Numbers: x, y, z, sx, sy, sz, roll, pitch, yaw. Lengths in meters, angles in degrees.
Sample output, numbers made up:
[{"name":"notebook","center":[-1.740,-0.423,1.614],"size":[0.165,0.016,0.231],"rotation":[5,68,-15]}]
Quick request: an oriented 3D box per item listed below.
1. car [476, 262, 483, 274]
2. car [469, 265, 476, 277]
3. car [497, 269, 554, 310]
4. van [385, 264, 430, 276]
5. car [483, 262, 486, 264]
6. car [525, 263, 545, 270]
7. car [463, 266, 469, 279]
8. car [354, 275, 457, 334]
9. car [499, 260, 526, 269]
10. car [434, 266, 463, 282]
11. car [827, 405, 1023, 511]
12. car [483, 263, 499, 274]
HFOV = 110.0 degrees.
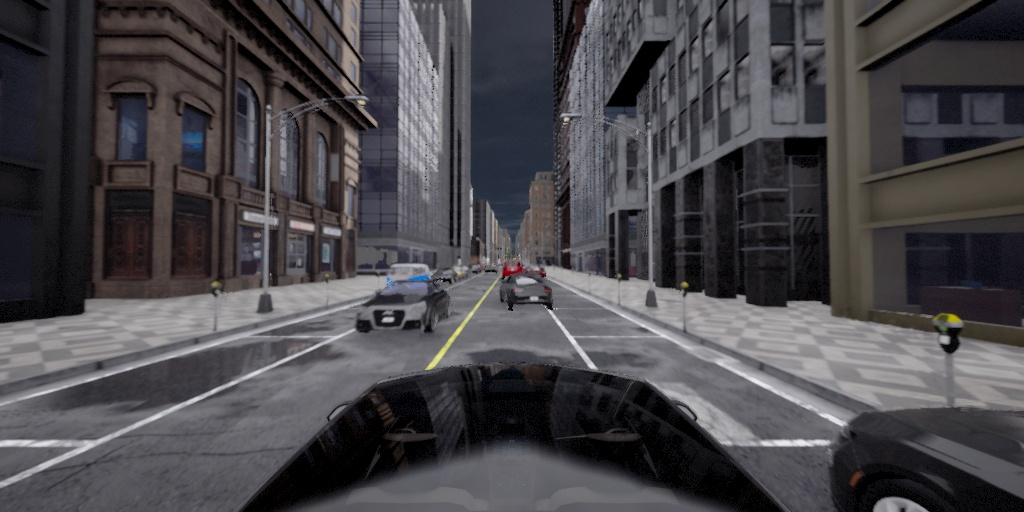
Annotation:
[{"name":"car","center":[-5.899,2.031,54.250],"size":[1.948,1.339,4.313],"rotation":[0,0,0]},{"name":"car","center":[-5.890,1.862,43.003],"size":[2.007,1.370,4.403],"rotation":[0,0,0]},{"name":"car","center":[0.547,1.465,15.670],"size":[1.812,1.442,4.674],"rotation":[0,-1,-7]},{"name":"van","center":[-5.871,1.346,20.506],"size":[1.690,1.789,3.998],"rotation":[0,0,0]},{"name":"car","center":[-5.904,2.088,59.874],"size":[1.888,1.381,4.507],"rotation":[0,0,0]},{"name":"car","center":[2.641,1.779,37.379],"size":[1.888,1.381,4.507],"rotation":[0,0,0]},{"name":"car","center":[-5.885,1.760,37.209],"size":[1.751,1.417,4.829],"rotation":[0,0,0]},{"name":"car","center":[-3.106,1.440,11.022],"size":[1.994,1.385,4.181],"rotation":[0,-1,0]},{"name":"car","center":[0.069,1.464,37.996],"size":[2.150,2.045,5.566],"rotation":[0,-1,0]},{"name":"car","center":[-5.880,1.724,31.754],"size":[1.948,1.339,4.313],"rotation":[0,0,0]},{"name":"car","center":[3.148,1.238,0.513],"size":[1.837,1.490,4.892],"rotation":[0,-1,0]},{"name":"car","center":[-3.042,2.137,54.494],"size":[1.895,1.301,4.718],"rotation":[0,-1,0]}]
